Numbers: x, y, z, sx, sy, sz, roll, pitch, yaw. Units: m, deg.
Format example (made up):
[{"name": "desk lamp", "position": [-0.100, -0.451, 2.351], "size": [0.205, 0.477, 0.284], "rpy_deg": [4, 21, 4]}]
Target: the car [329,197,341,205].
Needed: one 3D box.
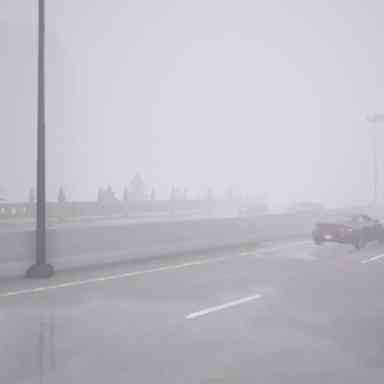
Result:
[{"name": "car", "position": [28.153, 1.772, 65.772], "size": [2.128, 1.511, 4.902], "rpy_deg": [0, 0, 13]}]

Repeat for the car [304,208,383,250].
[{"name": "car", "position": [6.976, 1.582, 14.620], "size": [4.674, 1.442, 1.812], "rpy_deg": [0, 0, -44]}]

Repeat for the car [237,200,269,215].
[{"name": "car", "position": [6.617, 1.625, 35.723], "size": [2.128, 1.511, 4.902], "rpy_deg": [0, 0, 36]}]

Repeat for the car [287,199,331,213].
[{"name": "car", "position": [10.107, 1.614, 28.793], "size": [1.837, 1.490, 4.892], "rpy_deg": [0, 0, 38]}]

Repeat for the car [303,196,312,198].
[{"name": "car", "position": [26.509, 1.607, 76.936], "size": [1.837, 1.490, 4.892], "rpy_deg": [0, 0, 8]}]
